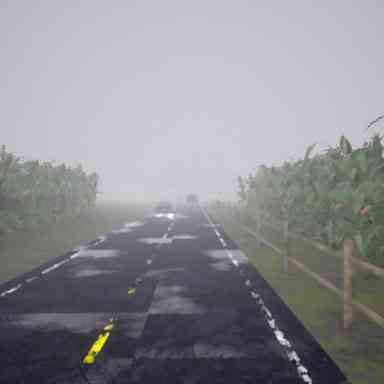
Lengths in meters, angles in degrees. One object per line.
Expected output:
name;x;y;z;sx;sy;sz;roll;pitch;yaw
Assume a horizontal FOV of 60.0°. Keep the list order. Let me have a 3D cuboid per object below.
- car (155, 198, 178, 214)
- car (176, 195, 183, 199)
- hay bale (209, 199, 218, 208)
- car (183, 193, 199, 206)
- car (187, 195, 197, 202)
car;-2.822;1.557;35.662;1.994;1.385;4.181;0;0;0
car;-2.709;1.373;78.080;1.837;1.490;4.892;0;0;0
hay bale;3.156;1.657;48.008;1.220;1.180;1.240;1;0;0
car;0.031;1.231;55.887;2.150;2.045;5.566;0;0;0
car;0.040;1.432;72.013;1.994;1.385;4.181;0;0;0
